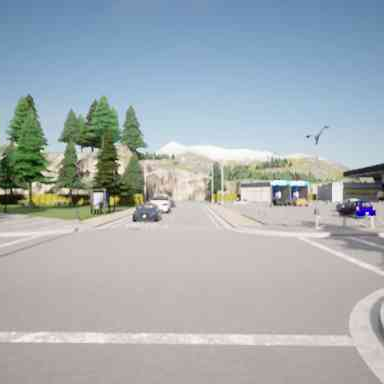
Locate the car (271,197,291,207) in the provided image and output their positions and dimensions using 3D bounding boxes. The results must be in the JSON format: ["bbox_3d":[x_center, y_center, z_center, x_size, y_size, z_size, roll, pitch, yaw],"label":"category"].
[{"bbox_3d":[14.171,1.570,54.309,2.007,1.523,4.514,0,0,0],"label":"car"}]

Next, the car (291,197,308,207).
[{"bbox_3d":[17.308,1.561,54.332,2.152,1.636,5.027,0,0,0],"label":"car"}]

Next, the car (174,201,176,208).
[{"bbox_3d":[-3.583,1.783,51.578,1.994,1.385,4.181,0,0,0],"label":"car"}]

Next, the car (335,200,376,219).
[{"bbox_3d":[13.939,1.494,28.276,1.845,1.501,3.633,0,0,0],"label":"car"}]

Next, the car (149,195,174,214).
[{"bbox_3d":[-3.617,1.385,37.980,2.150,2.045,5.566,0,0,0],"label":"car"}]

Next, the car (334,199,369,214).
[{"bbox_3d":[16.988,1.536,35.668,1.970,1.475,3.806,0,0,0],"label":"car"}]

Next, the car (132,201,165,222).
[{"bbox_3d":[-3.611,1.680,27.241,1.994,1.385,4.181,0,0,0],"label":"car"}]
